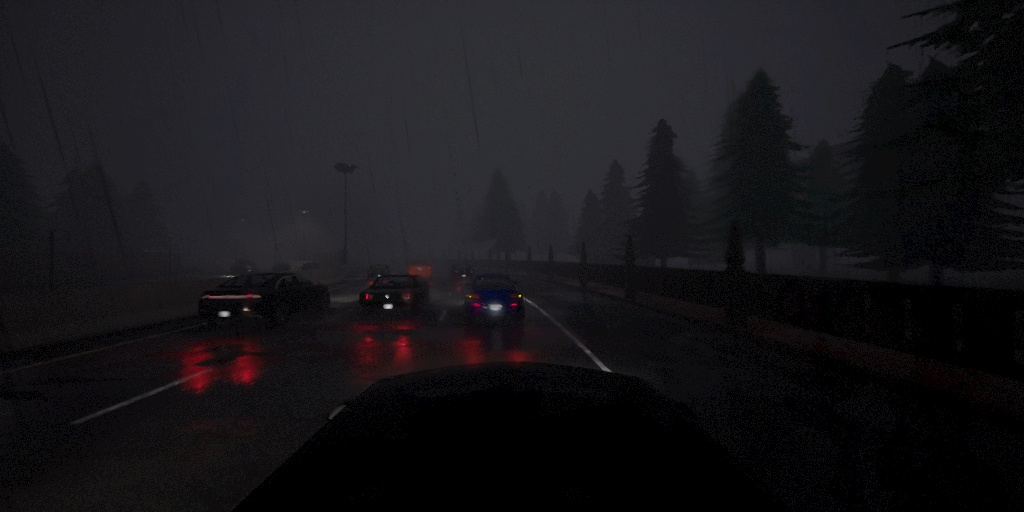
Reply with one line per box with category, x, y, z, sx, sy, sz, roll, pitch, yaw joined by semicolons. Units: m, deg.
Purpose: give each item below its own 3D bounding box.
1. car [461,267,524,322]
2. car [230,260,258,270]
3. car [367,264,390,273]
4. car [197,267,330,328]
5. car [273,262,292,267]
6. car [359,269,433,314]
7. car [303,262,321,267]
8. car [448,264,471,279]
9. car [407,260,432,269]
car;-0.694;1.280;12.332;1.812;1.442;4.674;0;0;-6
car;-31.452;1.229;42.157;2.097;1.767;4.553;0;0;-28
car;-12.172;1.403;32.964;1.895;1.301;4.718;0;0;-18
car;-7.619;1.272;11.601;2.128;1.511;4.902;0;0;-6
car;-29.684;1.472;46.348;1.895;1.301;4.718;0;0;-29
car;-4.327;1.369;14.005;1.895;1.301;4.718;0;0;-7
car;-24.518;1.415;43.998;1.994;1.385;4.181;0;0;-27
car;-4.648;1.374;32.304;1.895;1.301;4.718;0;0;-17
car;-8.367;1.139;32.320;2.097;1.767;4.553;0;0;-17
